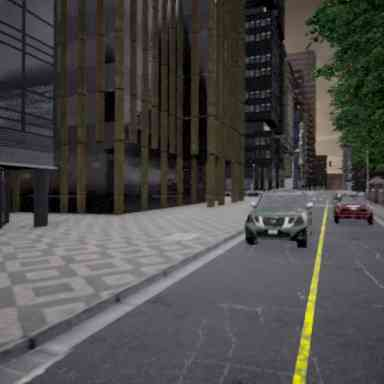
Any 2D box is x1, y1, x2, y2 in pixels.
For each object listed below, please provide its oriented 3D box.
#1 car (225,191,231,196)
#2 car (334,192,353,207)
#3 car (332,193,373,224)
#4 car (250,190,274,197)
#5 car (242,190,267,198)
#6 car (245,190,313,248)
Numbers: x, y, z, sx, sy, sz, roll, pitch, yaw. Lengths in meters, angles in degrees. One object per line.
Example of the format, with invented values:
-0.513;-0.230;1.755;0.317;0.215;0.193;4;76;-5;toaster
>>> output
6.973;0.360;66.114;4.313;1.339;1.947;0;0;23;car
16.810;0.811;37.125;1.812;1.442;4.674;0;1;23;car
10.251;0.931;21.365;2.097;1.767;4.553;0;1;23;car
15.206;0.359;71.889;4.829;1.417;1.752;0;0;23;car
12.050;0.353;63.967;4.403;1.369;2.008;0;0;23;car
3.820;0.956;13.922;2.150;2.045;5.566;0;1;23;car
